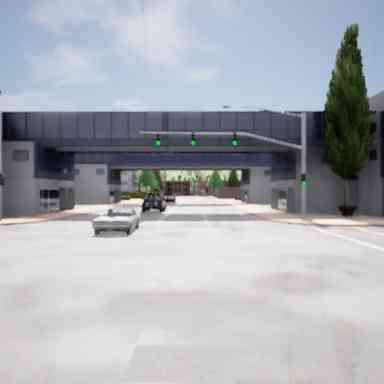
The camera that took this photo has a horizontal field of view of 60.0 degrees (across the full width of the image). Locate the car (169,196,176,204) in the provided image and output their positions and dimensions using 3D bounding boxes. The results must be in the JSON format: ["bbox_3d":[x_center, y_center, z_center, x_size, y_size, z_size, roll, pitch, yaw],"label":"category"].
[{"bbox_3d":[-3.905,1.441,60.337,1.895,1.301,4.718,0,0,0],"label":"car"}]

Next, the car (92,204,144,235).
[{"bbox_3d":[-4.072,1.552,18.495,1.895,1.301,4.718,0,0,-2],"label":"car"}]

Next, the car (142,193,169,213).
[{"bbox_3d":[-4.089,1.124,36.368,2.150,2.045,5.566,0,0,0],"label":"car"}]
